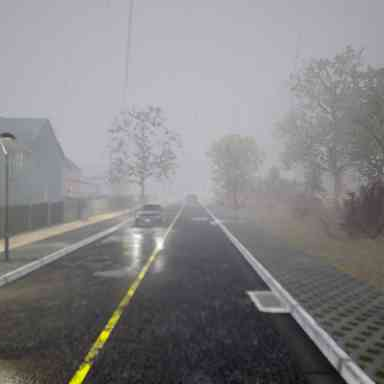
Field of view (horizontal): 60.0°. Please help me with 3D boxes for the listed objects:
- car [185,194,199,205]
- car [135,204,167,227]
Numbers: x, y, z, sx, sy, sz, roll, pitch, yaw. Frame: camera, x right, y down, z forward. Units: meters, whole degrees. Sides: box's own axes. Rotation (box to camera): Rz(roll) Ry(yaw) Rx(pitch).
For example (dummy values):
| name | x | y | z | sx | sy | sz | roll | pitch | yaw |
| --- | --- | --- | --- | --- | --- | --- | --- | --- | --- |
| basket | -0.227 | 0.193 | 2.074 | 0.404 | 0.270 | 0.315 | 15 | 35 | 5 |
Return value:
| name | x | y | z | sx | sy | sz | roll | pitch | yaw |
| --- | --- | --- | --- | --- | --- | --- | --- | --- | --- |
| car | -0.020 | 1.320 | 59.761 | 2.150 | 2.045 | 5.566 | 0 | 0 | 0 |
| car | -2.797 | 1.562 | 23.409 | 1.812 | 1.442 | 4.674 | 0 | 0 | 1 |
